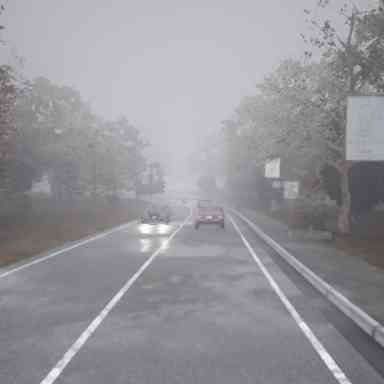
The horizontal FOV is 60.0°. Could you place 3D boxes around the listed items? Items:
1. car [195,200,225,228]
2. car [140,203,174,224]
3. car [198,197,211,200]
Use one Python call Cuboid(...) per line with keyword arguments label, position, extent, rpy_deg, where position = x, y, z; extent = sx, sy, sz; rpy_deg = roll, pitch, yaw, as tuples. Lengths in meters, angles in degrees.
Cuboid(label="car", position=(1.192, 1.500, 21.785), extent=(2.033, 1.411, 5.357), rpy_deg=(0, 0, 4))
Cuboid(label="car", position=(-2.417, 1.480, 24.092), extent=(1.994, 1.385, 4.181), rpy_deg=(0, 0, 3))
Cuboid(label="car", position=(1.538, 1.364, 42.718), extent=(2.128, 1.511, 4.902), rpy_deg=(0, 0, -2))
